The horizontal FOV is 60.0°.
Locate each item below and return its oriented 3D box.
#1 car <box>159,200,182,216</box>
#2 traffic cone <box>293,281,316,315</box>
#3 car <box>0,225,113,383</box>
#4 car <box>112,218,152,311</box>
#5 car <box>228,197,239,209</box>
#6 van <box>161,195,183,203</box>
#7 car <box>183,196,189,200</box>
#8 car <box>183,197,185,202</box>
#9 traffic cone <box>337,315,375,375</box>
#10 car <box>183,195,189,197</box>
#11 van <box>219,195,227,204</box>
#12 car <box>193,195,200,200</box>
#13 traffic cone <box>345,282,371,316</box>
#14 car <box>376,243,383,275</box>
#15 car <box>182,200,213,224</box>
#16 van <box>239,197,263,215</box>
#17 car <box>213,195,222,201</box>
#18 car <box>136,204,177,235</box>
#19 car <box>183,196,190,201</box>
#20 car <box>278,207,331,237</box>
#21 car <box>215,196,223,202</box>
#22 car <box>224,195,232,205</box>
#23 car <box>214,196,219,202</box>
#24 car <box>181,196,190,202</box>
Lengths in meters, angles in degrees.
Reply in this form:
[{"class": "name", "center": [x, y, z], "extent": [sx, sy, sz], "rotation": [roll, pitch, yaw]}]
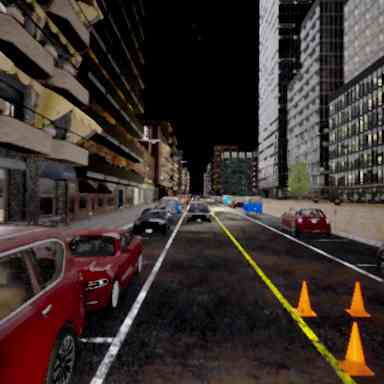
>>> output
[{"class": "car", "center": [-2.080, 1.577, 24.512], "extent": [2.008, 1.369, 4.403], "rotation": [1, 0, 1]}, {"class": "traffic cone", "center": [2.128, 1.984, 6.300], "extent": [0.340, 0.580, 0.340], "rotation": [0, 0, 1]}, {"class": "car", "center": [-2.309, 1.300, 2.235], "extent": [2.192, 1.841, 5.009], "rotation": [1, 0, 1]}, {"class": "car", "center": [-2.256, 1.539, 7.804], "extent": [1.887, 1.381, 4.507], "rotation": [1, 0, 1]}, {"class": "car", "center": [6.534, 1.723, 46.700], "extent": [1.802, 1.307, 4.206], "rotation": [1, 0, 1]}, {"class": "van", "center": [-2.016, 1.379, 30.083], "extent": [1.690, 1.788, 3.998], "rotation": [1, 0, 1]}, {"class": "car", "center": [-1.844, 1.621, 46.789], "extent": [2.008, 1.369, 4.403], "rotation": [1, 0, 1]}, {"class": "car", "center": [-1.963, 1.574, 35.482], "extent": [1.752, 1.417, 4.829], "rotation": [1, 0, 1]}, {"class": "traffic cone", "center": [2.107, 1.981, 4.300], "extent": [0.340, 0.580, 0.340], "rotation": [0, 0, 1]}, {"class": "car", "center": [-1.787, 1.607, 52.190], "extent": [1.752, 1.417, 4.829], "rotation": [1, 0, 1]}, {"class": "van", "center": [6.716, 1.517, 63.410], "extent": [1.690, 1.788, 3.998], "rotation": [1, 0, 1]}, {"class": "car", "center": [1.272, 1.675, 88.223], "extent": [2.128, 1.511, 4.902], "rotation": [0, 0, 1]}, {"class": "traffic cone", "center": [3.128, 1.993, 6.290], "extent": [0.340, 0.580, 0.340], "rotation": [0, 0, 1]}, {"class": "car", "center": [6.125, 1.506, 7.715], "extent": [1.967, 1.590, 4.097], "rotation": [1, 0, 1]}, {"class": "car", "center": [0.526, 1.598, 25.721], "extent": [2.033, 1.411, 5.357], "rotation": [0, 0, 1]}, {"class": "van", "center": [6.422, 1.460, 35.563], "extent": [1.690, 1.788, 3.998], "rotation": [1, 0, 1]}, {"class": "car", "center": [7.008, 1.678, 91.256], "extent": [1.967, 1.590, 4.097], "rotation": [1, 0, 1]}, {"class": "car", "center": [-2.139, 1.582, 18.943], "extent": [1.947, 1.339, 4.313], "rotation": [1, 0, 1]}, {"class": "car", "center": [-1.375, 1.749, 91.345], "extent": [1.802, 1.307, 4.206], "rotation": [1, 0, 1]}, {"class": "car", "center": [6.243, 1.527, 18.854], "extent": [1.967, 1.590, 4.097], "rotation": [1, 0, 1]}, {"class": "car", "center": [6.946, 1.770, 85.686], "extent": [1.887, 1.381, 4.507], "rotation": [1, 0, 1]}, {"class": "car", "center": [6.596, 1.678, 52.439], "extent": [1.752, 1.417, 4.829], "rotation": [1, 0, 1]}, {"class": "car", "center": [6.890, 1.738, 80.286], "extent": [1.752, 1.417, 4.829], "rotation": [1, 0, 1]}, {"class": "car", "center": [-1.492, 1.686, 80.206], "extent": [1.887, 1.381, 4.507], "rotation": [1, 0, 1]}]
